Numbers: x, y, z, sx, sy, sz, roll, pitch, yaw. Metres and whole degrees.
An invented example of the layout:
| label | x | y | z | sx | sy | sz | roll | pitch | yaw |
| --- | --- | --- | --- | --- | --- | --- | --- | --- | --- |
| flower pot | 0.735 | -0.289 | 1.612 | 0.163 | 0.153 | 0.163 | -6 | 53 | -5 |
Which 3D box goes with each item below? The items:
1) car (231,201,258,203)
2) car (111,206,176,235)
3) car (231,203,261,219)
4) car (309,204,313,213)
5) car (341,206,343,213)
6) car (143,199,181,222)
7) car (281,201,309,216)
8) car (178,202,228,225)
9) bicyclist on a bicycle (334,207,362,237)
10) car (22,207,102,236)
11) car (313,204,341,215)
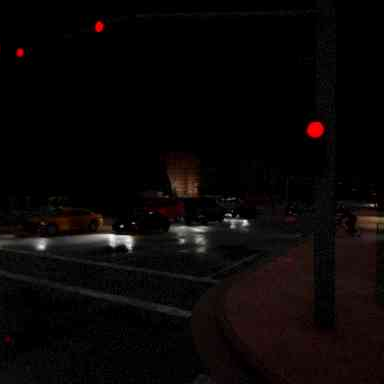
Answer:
| label | x | y | z | sx | sy | sz | roll | pitch | yaw |
| --- | --- | --- | --- | --- | --- | --- | --- | --- | --- |
| car | 7.149 | 2.356 | 46.531 | 1.994 | 1.385 | 4.181 | 0 | -1 | 30 |
| car | -3.134 | 1.851 | 21.134 | 1.994 | 1.385 | 4.181 | 0 | -1 | 29 |
| car | 6.027 | 2.243 | 37.446 | 1.895 | 1.301 | 4.718 | 0 | -1 | 29 |
| car | 18.378 | 2.559 | 52.152 | 2.033 | 1.411 | 5.357 | 0 | -1 | 29 |
| car | 22.983 | 2.627 | 53.004 | 2.033 | 1.411 | 5.357 | 0 | -1 | 29 |
| car | -2.821 | 1.628 | 28.847 | 2.150 | 2.045 | 5.566 | 0 | -1 | 30 |
| car | 13.347 | 2.320 | 43.088 | 1.837 | 1.490 | 4.892 | 0 | -1 | 30 |
| car | 1.164 | 1.932 | 28.799 | 1.882 | 1.535 | 5.008 | 0 | -1 | 30 |
| bicyclist on a bicycle | 8.539 | 1.688 | 18.473 | 1.656 | 1.620 | 0.582 | 0 | -1 | 29 |
| car | -7.687 | 1.696 | 20.185 | 1.882 | 1.535 | 5.008 | 0 | -1 | 30 |
| car | 17.900 | 2.374 | 43.935 | 2.128 | 1.511 | 4.902 | 0 | -1 | 29 |
